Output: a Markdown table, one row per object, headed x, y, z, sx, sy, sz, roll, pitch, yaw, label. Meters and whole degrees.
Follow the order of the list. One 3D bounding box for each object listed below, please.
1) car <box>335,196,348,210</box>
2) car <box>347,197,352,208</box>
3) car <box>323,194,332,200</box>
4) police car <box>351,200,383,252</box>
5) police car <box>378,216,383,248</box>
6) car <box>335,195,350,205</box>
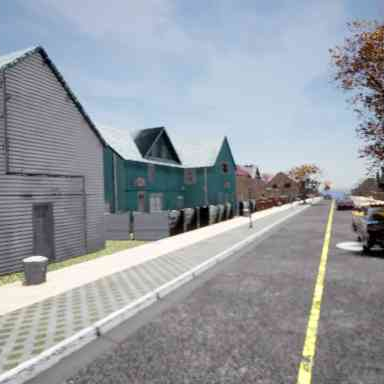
| x | y | z | sx | sy | sz | roll | pitch | yaw | label |
| --- | --- | --- | --- | --- | --- | --- | --- | --- | --- |
| 17.369 | 1.288 | 37.777 | 2.033 | 1.411 | 5.357 | -3 | -1 | 24 | car |
| 9.942 | 1.234 | 18.519 | 1.801 | 1.575 | 5.366 | -3 | -1 | 23 | car |
| 34.483 | 1.332 | 84.636 | 1.837 | 1.490 | 4.892 | -3 | -1 | 23 | car |
| 7.540 | 1.246 | 12.933 | 1.930 | 1.638 | 5.238 | -3 | -1 | 23 | police car |
| 3.593 | 1.316 | 3.745 | 1.930 | 1.638 | 5.238 | -3 | -1 | 23 | police car |
| 23.694 | 1.277 | 52.584 | 1.994 | 1.385 | 4.181 | -3 | -1 | 23 | car |
